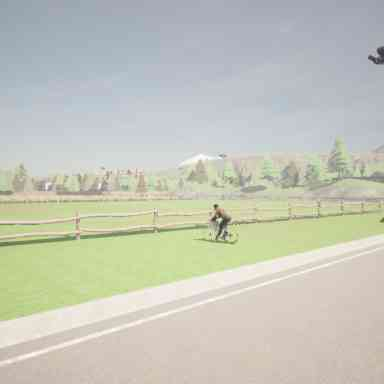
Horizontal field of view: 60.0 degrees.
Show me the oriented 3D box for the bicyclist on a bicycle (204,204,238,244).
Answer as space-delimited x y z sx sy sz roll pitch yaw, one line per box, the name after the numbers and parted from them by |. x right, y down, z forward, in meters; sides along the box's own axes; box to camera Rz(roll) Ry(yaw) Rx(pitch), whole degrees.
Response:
1.143 1.306 13.649 1.656 1.620 0.582 -3 -2 38 | bicyclist on a bicycle
